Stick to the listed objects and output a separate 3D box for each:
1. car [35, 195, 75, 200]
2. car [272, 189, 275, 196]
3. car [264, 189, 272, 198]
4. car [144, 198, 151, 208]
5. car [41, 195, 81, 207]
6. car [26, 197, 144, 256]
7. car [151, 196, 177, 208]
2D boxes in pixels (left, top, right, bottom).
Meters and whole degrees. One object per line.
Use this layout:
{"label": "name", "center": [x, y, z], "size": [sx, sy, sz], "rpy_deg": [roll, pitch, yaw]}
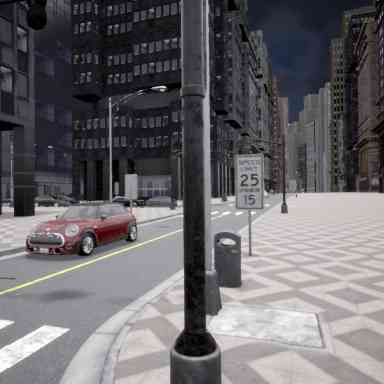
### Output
{"label": "car", "center": [-16.787, 1.151, 39.757], "size": [4.892, 1.490, 1.837], "rpy_deg": [-1, 0, 19]}
{"label": "car", "center": [18.596, 0.146, 78.442], "size": [1.837, 1.490, 4.892], "rpy_deg": [-1, 0, 19]}
{"label": "car", "center": [13.654, 0.489, 64.023], "size": [1.812, 1.442, 4.674], "rpy_deg": [-1, 1, 19]}
{"label": "car", "center": [-7.281, 1.154, 36.496], "size": [4.718, 1.301, 1.895], "rpy_deg": [-1, 0, 19]}
{"label": "car", "center": [-17.033, 1.176, 43.203], "size": [4.892, 1.490, 1.837], "rpy_deg": [0, 0, 19]}
{"label": "car", "center": [-3.918, 1.208, 12.530], "size": [2.097, 1.767, 4.553], "rpy_deg": [-1, 1, 19]}
{"label": "car", "center": [-3.909, 1.104, 38.782], "size": [4.181, 1.385, 1.994], "rpy_deg": [-1, 0, 17]}
